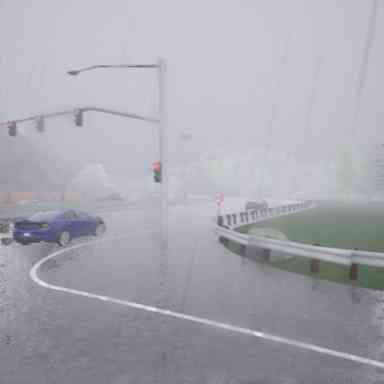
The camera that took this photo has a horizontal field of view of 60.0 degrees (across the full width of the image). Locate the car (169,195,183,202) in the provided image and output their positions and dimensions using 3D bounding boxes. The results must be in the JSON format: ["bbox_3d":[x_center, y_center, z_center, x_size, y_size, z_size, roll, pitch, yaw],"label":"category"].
[{"bbox_3d":[-3.742,1.545,78.931,2.128,1.511,4.902,0,0,12],"label":"car"}]

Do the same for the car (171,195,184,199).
[{"bbox_3d":[-2.929,1.513,67.311,2.128,1.511,4.902,0,0,19],"label":"car"}]

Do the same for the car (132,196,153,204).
[{"bbox_3d":[-10.021,1.562,68.066,2.128,1.511,4.902,0,0,19],"label":"car"}]

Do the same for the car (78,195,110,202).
[{"bbox_3d":[-15.355,1.618,49.810,2.033,1.411,5.357,0,0,30],"label":"car"}]

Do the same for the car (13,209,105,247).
[{"bbox_3d":[-5.877,1.505,15.388,1.882,1.535,5.008,-2,0,13],"label":"car"}]

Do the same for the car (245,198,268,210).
[{"bbox_3d":[7.971,1.496,40.923,1.812,1.442,4.674,0,0,29],"label":"car"}]

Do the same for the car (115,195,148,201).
[{"bbox_3d":[-9.557,1.572,53.033,1.812,1.442,4.674,0,0,29],"label":"car"}]

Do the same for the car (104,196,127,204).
[{"bbox_3d":[-14.949,1.597,65.259,1.812,1.442,4.674,0,0,25],"label":"car"}]

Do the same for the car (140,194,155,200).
[{"bbox_3d":[-10.662,1.191,80.007,1.882,1.535,5.008,0,0,12],"label":"car"}]

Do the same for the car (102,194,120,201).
[{"bbox_3d":[-14.684,1.294,57.965,2.150,2.045,5.566,0,0,29],"label":"car"}]

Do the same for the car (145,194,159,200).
[{"bbox_3d":[-7.941,1.533,64.037,2.128,1.511,4.902,0,0,23],"label":"car"}]

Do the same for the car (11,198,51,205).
[{"bbox_3d":[-18.591,1.608,37.084,1.812,1.442,4.674,0,0,30],"label":"car"}]

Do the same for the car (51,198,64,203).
[{"bbox_3d":[-22.100,1.664,52.078,1.994,1.385,4.181,0,0,30],"label":"car"}]
